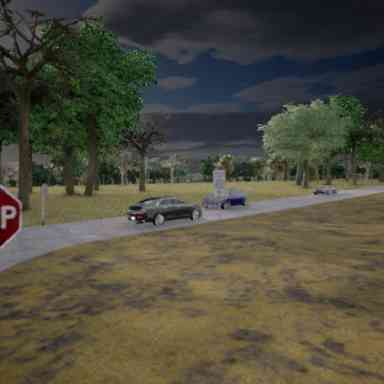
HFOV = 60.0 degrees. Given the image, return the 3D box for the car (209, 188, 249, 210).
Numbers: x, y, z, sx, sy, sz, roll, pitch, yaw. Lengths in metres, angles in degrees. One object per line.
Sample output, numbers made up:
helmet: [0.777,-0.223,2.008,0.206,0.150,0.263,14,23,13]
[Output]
car: [2.860,0.466,28.205,2.097,1.767,4.553,1,3,42]

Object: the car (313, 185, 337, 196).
car: [17.995,-0.247,45.000,1.994,1.385,4.181,1,3,43]

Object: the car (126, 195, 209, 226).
car: [-1.445,1.009,19.077,1.837,1.490,4.892,0,2,42]
